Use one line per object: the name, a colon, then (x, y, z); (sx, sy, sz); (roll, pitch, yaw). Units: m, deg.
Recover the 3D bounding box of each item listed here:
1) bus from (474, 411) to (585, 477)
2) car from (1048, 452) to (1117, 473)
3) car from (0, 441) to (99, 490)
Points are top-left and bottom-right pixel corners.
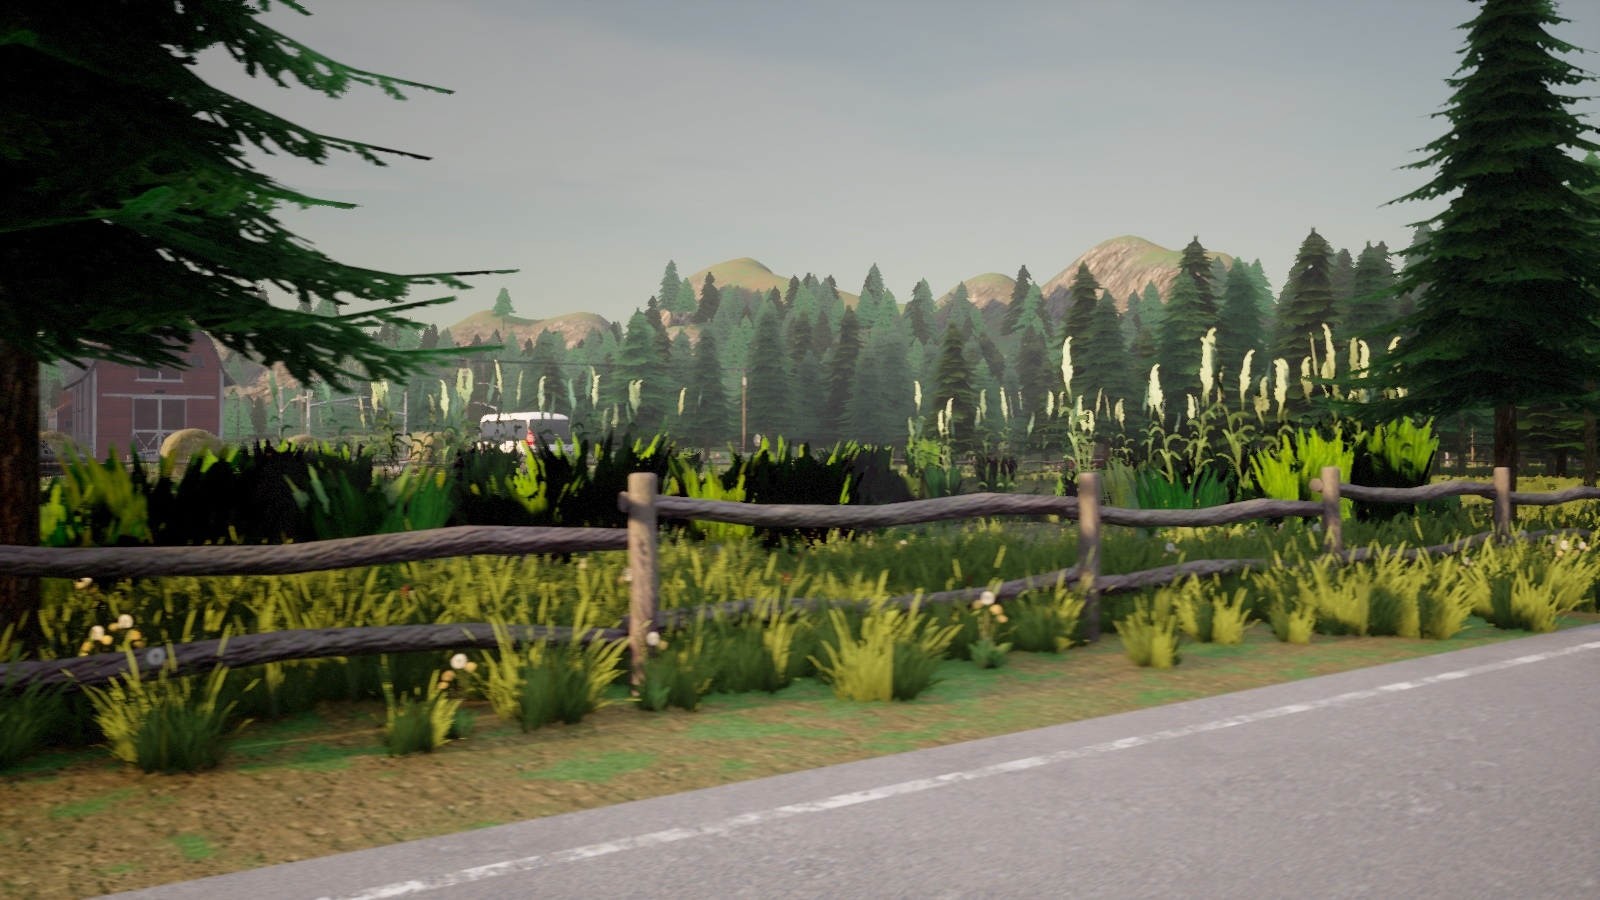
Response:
bus: (-18.741, -0.366, 86.348); (3.944, 4.253, 10.273); (0, 0, -34)
car: (20.464, 0.887, 90.963); (5.008, 1.535, 1.882); (0, 0, -33)
car: (-33.431, 0.643, 54.105); (5.566, 2.045, 2.150); (0, 0, -31)
